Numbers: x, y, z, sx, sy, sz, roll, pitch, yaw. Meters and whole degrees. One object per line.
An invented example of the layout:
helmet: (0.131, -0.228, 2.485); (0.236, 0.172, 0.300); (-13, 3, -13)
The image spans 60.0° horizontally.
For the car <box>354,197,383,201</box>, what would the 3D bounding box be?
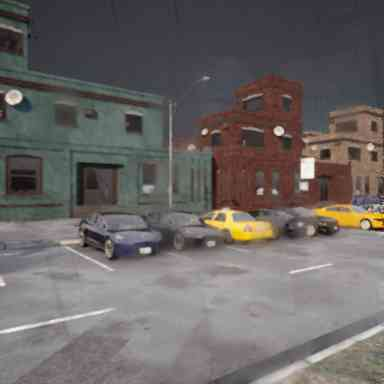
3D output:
car: (15.229, 1.422, 25.846); (2.435, 2.045, 5.566); (0, 0, -35)

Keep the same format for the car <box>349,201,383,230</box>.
car: (10.677, 1.633, 22.652); (2.097, 1.535, 5.008); (0, 0, -35)

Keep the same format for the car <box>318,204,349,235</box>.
car: (6.047, 1.592, 19.370); (2.097, 1.535, 5.008); (1, 0, -35)

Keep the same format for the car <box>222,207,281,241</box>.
car: (1.505, 1.549, 16.383); (1.946, 1.575, 5.366); (1, 0, -35)

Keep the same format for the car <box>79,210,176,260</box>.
car: (-2.911, 1.542, 13.002); (2.163, 1.488, 4.792); (0, 0, -35)

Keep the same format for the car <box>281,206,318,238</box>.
car: (3.864, 1.602, 17.857); (2.163, 1.488, 4.792); (1, 0, -35)

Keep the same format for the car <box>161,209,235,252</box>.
car: (-0.642, 1.562, 14.604); (2.163, 1.488, 4.792); (1, 0, -35)
